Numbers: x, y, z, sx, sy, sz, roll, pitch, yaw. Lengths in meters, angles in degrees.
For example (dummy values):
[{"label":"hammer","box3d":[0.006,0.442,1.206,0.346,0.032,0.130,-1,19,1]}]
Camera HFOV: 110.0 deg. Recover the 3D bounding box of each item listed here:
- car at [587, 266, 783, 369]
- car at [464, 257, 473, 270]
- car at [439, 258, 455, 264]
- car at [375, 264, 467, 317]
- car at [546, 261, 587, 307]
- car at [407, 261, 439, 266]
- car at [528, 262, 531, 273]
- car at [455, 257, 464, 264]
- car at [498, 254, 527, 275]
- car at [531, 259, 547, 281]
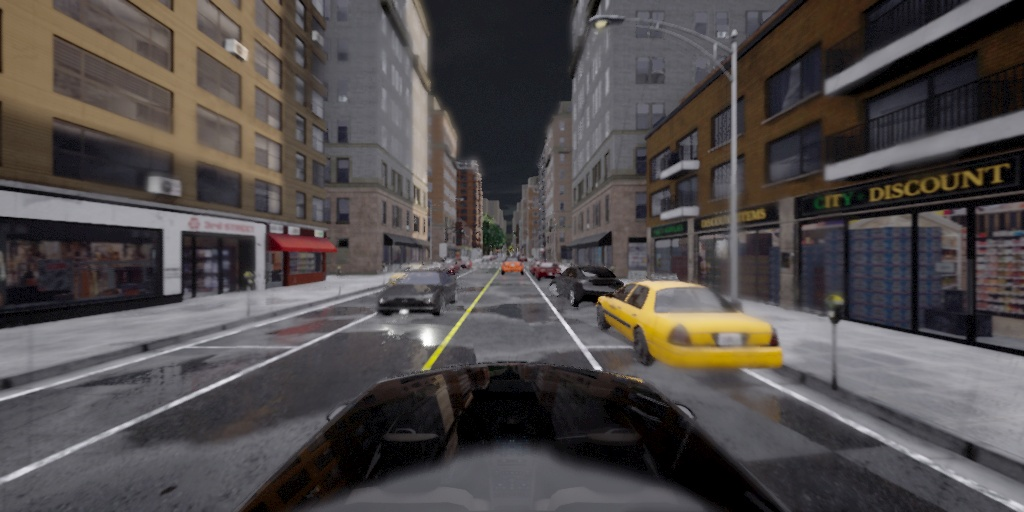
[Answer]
[{"label":"car","box3d":[3.148,1.154,7.732,1.801,1.575,5.366,0,0,0]},{"label":"car","box3d":[-5.869,0.846,43.394,1.967,1.591,4.097,0,0,0]},{"label":"car","box3d":[-5.864,1.087,26.916,2.007,1.370,4.403,0,0,0]},{"label":"car","box3d":[-3.103,1.199,12.968,2.033,1.411,5.357,0,0,0]},{"label":"car","box3d":[2.971,1.142,14.885,1.837,1.490,4.892,0,1,-7]},{"label":"car","box3d":[-5.863,1.106,21.253,1.751,1.417,4.829,0,0,0]},{"label":"car","box3d":[2.661,1.038,32.418,1.888,1.381,4.507,0,0,0]},{"label":"car","box3d":[-5.866,0.932,32.408,1.967,1.591,4.097,0,0,0]},{"label":"car","box3d":[0.065,0.825,34.875,2.097,1.767,4.553,0,0,0]},{"label":"car","box3d":[2.663,1.082,26.927,1.888,1.381,4.507,0,0,0]}]
